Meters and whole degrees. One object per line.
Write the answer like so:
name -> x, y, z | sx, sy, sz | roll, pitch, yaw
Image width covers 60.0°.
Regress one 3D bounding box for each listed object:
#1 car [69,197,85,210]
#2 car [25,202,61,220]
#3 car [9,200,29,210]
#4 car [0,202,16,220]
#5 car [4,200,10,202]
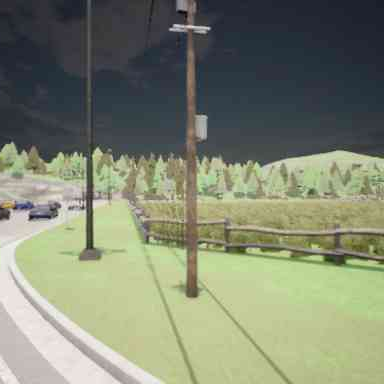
car -> -18.981, 1.807, 54.843 | 2.150, 2.045, 5.566 | 0, -1, -12
car -> -14.271, 1.920, 32.126 | 1.994, 1.385, 4.181 | 0, -1, -12
car -> -25.057, 2.040, 49.674 | 1.882, 1.535, 5.008 | 0, 0, -12
car -> -17.114, 1.837, 28.597 | 1.837, 1.490, 4.892 | 0, -1, -12
car -> -29.621, 2.102, 54.450 | 1.882, 1.535, 5.008 | 0, 0, -12
